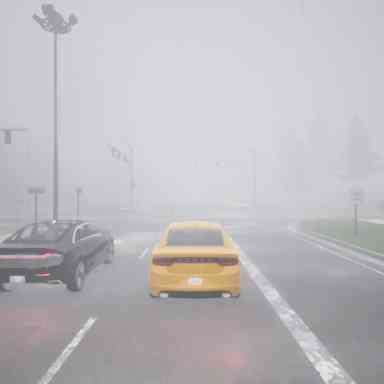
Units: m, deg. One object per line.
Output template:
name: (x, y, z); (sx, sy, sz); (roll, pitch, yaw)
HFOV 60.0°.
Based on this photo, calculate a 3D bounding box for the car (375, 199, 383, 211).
car: (24.685, 1.216, 39.110); (5.566, 2.045, 2.150); (0, 0, -1)

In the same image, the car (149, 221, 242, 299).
car: (0.071, 1.476, 8.539); (1.882, 1.535, 5.008); (0, 0, 0)

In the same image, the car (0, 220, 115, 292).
car: (-3.421, 1.490, 8.922); (2.128, 1.511, 4.902); (0, 0, 0)
